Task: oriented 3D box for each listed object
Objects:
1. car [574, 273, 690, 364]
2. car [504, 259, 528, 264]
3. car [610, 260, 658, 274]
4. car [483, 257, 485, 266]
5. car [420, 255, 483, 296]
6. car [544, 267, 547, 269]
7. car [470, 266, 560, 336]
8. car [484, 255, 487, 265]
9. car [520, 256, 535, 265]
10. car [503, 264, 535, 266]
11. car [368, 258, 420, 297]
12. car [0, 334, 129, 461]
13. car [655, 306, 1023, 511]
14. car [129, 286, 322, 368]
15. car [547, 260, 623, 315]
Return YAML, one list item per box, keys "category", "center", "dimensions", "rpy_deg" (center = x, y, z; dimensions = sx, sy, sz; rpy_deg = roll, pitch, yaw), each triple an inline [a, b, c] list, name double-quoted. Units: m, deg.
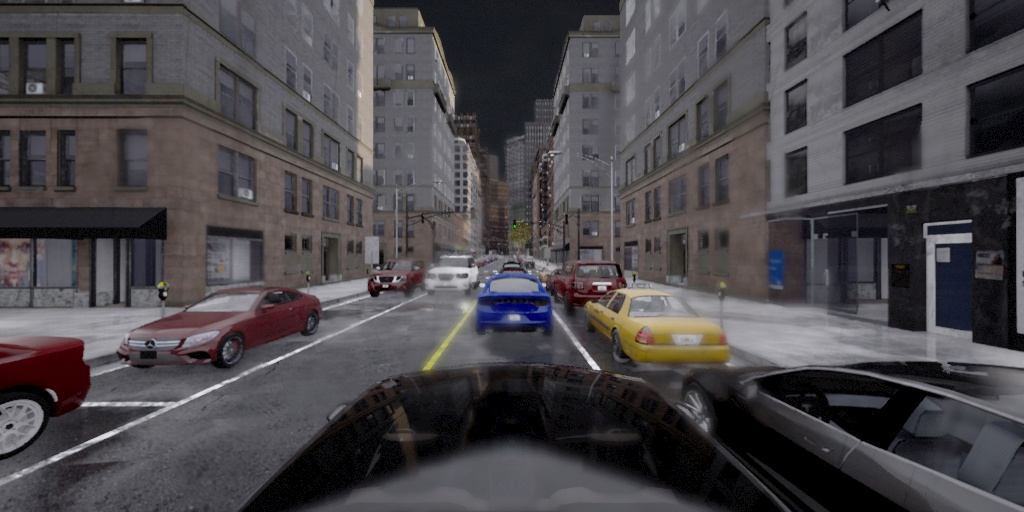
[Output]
- category: "car"
  center: [2.755, 1.276, 7.958]
  dimensions: [1.751, 1.417, 4.829]
  rpy_deg: [0, 0, 0]
- category: "car"
  center: [0.018, 1.232, 27.567]
  dimensions: [1.837, 1.490, 4.892]
  rpy_deg: [0, 0, 0]
- category: "car"
  center: [13.432, 1.189, 39.649]
  dimensions: [4.674, 1.442, 1.812]
  rpy_deg: [0, 0, -1]
- category: "car"
  center: [-5.835, 1.162, 56.550]
  dimensions: [1.888, 1.381, 4.507]
  rpy_deg: [0, 0, 0]
- category: "car"
  center: [-3.082, 0.964, 19.511]
  dimensions: [2.150, 2.045, 5.566]
  rpy_deg: [0, 0, 1]
- category: "car"
  center: [2.740, 1.324, 18.894]
  dimensions: [1.802, 1.307, 4.207]
  rpy_deg: [0, 0, 0]
- category: "car"
  center: [0.037, 1.228, 10.462]
  dimensions: [1.882, 1.535, 5.008]
  rpy_deg: [0, 0, -1]
- category: "car"
  center: [-5.842, 1.028, 61.975]
  dimensions: [1.967, 1.591, 4.097]
  rpy_deg: [0, 0, 0]
- category: "car"
  center: [2.690, 1.167, 56.555]
  dimensions: [2.007, 1.370, 4.403]
  rpy_deg: [0, 0, 0]
- category: "car"
  center: [0.074, 1.307, 18.301]
  dimensions: [1.994, 1.385, 4.181]
  rpy_deg: [0, 0, 0]
- category: "car"
  center: [-5.785, 1.057, 18.890]
  dimensions: [2.192, 1.841, 5.009]
  rpy_deg: [0, 0, 0]
- category: "car"
  center: [-5.763, 1.296, 2.232]
  dimensions: [1.888, 1.381, 4.507]
  rpy_deg: [0, 0, 0]
- category: "car"
  center: [2.762, 1.317, 2.236]
  dimensions: [1.948, 1.339, 4.313]
  rpy_deg: [0, 0, 0]
- category: "car"
  center: [-5.770, 1.332, 7.784]
  dimensions: [1.802, 1.307, 4.207]
  rpy_deg: [0, 0, 0]
- category: "car"
  center: [2.747, 1.063, 13.343]
  dimensions: [2.192, 1.841, 5.009]
  rpy_deg: [0, 0, 0]
